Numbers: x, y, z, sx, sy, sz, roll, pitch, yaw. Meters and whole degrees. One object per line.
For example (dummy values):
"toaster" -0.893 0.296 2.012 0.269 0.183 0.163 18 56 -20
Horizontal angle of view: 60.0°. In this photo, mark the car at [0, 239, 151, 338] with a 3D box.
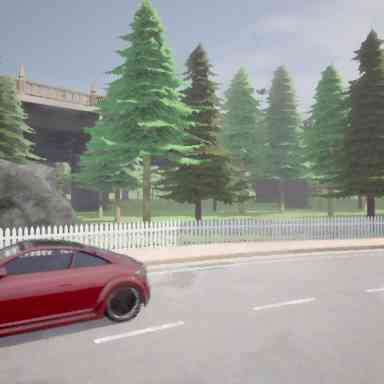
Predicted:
"car" -2.841 1.564 5.784 4.181 1.385 1.994 0 0 -30
